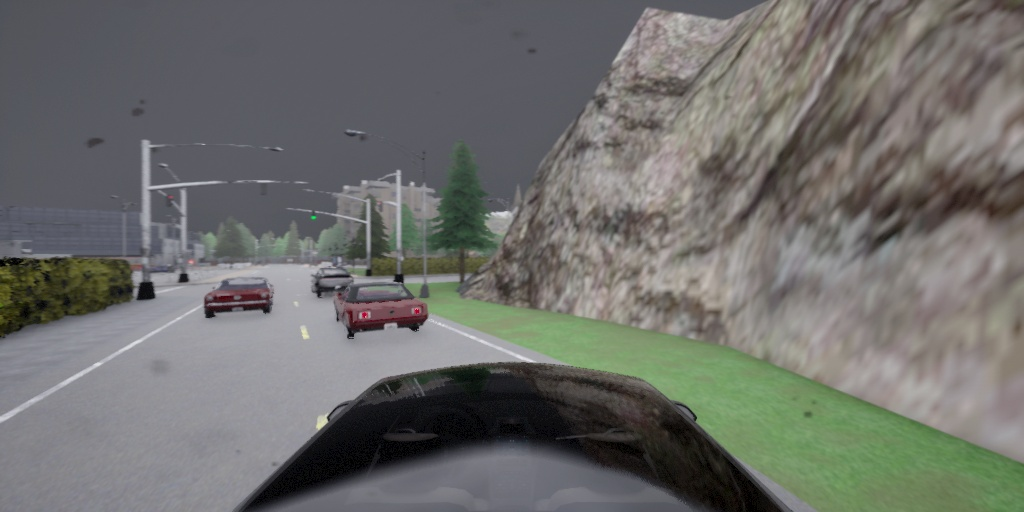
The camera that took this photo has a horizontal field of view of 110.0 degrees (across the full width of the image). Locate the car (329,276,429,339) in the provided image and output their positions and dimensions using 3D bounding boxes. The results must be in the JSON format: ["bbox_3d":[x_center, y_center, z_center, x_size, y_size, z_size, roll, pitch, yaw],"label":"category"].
[{"bbox_3d":[-4.062,1.425,10.556,1.895,1.301,4.718,0,0,-31],"label":"car"}]

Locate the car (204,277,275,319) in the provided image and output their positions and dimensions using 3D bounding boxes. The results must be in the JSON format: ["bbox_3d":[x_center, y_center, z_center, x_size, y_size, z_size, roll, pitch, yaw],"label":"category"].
[{"bbox_3d":[-10.393,1.496,13.926,1.895,1.301,4.718,0,0,-32],"label":"car"}]

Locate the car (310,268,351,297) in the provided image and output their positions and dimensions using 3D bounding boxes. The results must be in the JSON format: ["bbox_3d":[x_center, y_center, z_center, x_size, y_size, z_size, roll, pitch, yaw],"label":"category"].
[{"bbox_3d":[-10.181,1.408,20.304,2.128,1.511,4.902,0,0,-32],"label":"car"}]
